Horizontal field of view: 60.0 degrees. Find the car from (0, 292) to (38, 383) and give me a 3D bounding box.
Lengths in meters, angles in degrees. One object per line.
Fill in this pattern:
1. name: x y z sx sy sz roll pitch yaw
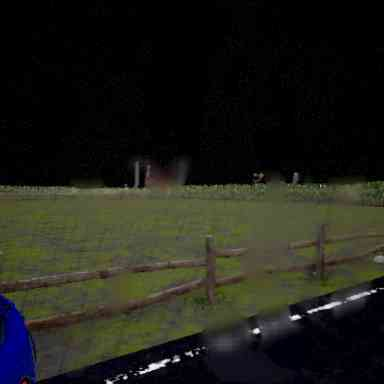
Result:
1. car: -3.313 1.218 0.708 5.566 2.045 2.150 0 0 -35
